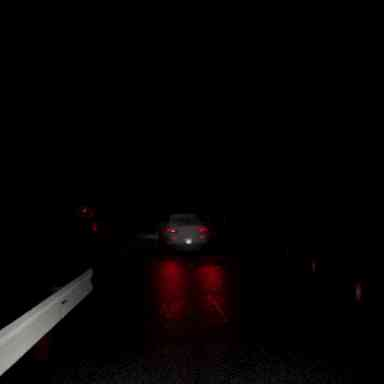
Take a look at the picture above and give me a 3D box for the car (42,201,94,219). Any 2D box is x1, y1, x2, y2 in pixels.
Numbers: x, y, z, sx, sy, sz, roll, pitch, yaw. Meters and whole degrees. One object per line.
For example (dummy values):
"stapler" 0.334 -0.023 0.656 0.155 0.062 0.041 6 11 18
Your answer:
"car" -10.374 1.493 27.686 4.553 1.767 2.097 0 4 32

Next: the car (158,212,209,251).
"car" -0.463 1.599 14.602 1.812 1.442 4.674 -1 0 -8
